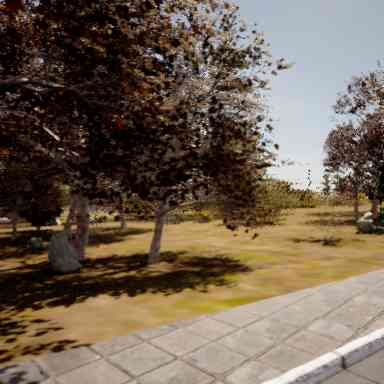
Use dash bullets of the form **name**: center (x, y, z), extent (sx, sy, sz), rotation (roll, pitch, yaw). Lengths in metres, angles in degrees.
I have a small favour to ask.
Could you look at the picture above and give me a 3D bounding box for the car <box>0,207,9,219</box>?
- **car**: center (-33.002, 3.268, 54.524), extent (5.566, 2.045, 2.435), rotation (6, -4, -41)
